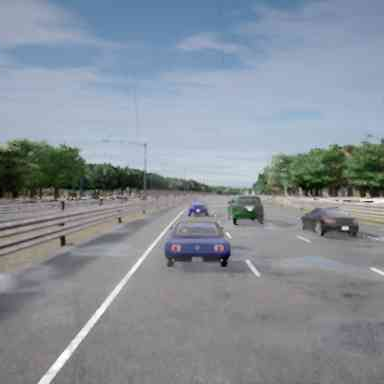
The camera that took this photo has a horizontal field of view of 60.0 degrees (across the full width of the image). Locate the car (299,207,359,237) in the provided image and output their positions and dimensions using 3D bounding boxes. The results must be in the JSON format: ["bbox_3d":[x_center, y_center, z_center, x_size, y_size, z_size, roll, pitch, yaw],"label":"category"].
[{"bbox_3d":[7.276,1.544,17.990,1.812,1.442,4.674,0,0,1],"label":"car"}]

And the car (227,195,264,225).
[{"bbox_3d":[3.911,1.244,24.764,2.150,2.045,5.566,0,0,1],"label":"car"}]

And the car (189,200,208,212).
[{"bbox_3d":[0.636,1.554,33.193,1.812,1.442,4.674,0,0,2],"label":"car"}]

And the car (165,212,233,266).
[{"bbox_3d":[0.179,1.610,11.544,1.895,1.301,4.718,0,0,1],"label":"car"}]
